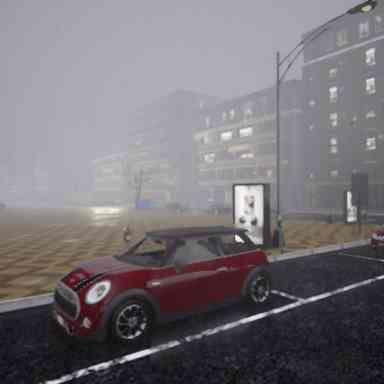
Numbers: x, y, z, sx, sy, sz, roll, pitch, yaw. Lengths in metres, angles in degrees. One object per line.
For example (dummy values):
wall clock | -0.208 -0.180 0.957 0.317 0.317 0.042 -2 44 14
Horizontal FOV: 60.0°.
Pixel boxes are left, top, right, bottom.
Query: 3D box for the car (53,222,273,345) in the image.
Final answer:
car | -0.411 1.435 6.298 4.097 1.590 1.967 0 0 -36

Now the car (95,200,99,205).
car | -25.285 2.744 91.503 1.887 1.381 4.507 -2 0 -36

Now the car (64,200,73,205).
car | -32.036 2.820 86.539 1.887 1.381 4.507 -2 0 -36

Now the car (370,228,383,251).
car | 8.544 1.561 12.783 4.206 1.307 1.802 0 0 -36

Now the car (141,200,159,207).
car | -8.787 2.373 69.070 1.802 1.307 4.206 -2 0 -36

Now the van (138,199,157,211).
van | -6.961 1.996 52.386 1.690 1.788 3.998 -2 0 -36

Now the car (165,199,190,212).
car | -1.989 2.077 45.538 1.887 1.381 4.507 -2 0 -36

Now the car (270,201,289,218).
car | 7.453 1.851 32.622 2.008 1.369 4.403 -2 0 -36

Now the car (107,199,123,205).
car | -18.689 2.476 82.530 1.967 1.590 4.097 -2 0 -36

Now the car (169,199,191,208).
car | -2.189 2.069 60.099 1.967 1.590 4.097 -2 0 -36

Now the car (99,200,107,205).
car | -21.985 2.683 87.016 1.947 1.339 4.313 -2 0 -36

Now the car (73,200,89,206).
car | -25.437 2.662 77.566 2.008 1.369 4.403 -2 0 -36

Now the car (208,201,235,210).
car | 4.473 2.047 51.171 1.802 1.307 4.206 -2 0 -36

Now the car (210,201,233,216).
car | 4.153 1.932 37.109 2.008 1.369 4.403 -2 0 -36
